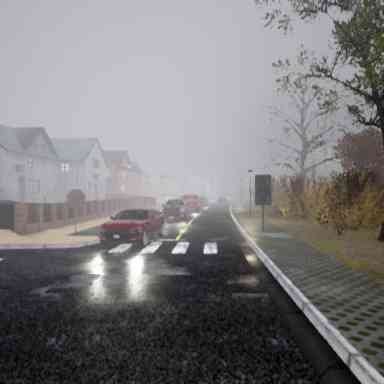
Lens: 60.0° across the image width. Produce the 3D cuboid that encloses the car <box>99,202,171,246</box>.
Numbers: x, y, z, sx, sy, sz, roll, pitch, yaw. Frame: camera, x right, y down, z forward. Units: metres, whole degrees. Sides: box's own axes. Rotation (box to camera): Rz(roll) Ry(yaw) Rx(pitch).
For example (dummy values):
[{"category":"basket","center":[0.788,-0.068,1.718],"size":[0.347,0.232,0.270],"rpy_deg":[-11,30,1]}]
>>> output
[{"category":"car","center":[-2.580,1.460,15.435],"size":[1.882,1.535,5.008],"rpy_deg":[0,0,9]}]

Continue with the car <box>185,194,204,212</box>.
[{"category":"car","center":[-0.161,1.265,40.057],"size":[2.150,2.045,5.566],"rpy_deg":[0,0,6]}]

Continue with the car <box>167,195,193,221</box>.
[{"category":"car","center":[-1.352,1.344,27.070],"size":[2.097,1.767,4.553],"rpy_deg":[0,0,5]}]

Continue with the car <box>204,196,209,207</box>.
[{"category":"car","center":[1.557,1.465,53.931],"size":[2.097,1.767,4.553],"rpy_deg":[0,0,8]}]

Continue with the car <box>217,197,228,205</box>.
[{"category":"car","center":[5.892,1.643,63.771],"size":[1.882,1.535,5.008],"rpy_deg":[0,0,9]}]
